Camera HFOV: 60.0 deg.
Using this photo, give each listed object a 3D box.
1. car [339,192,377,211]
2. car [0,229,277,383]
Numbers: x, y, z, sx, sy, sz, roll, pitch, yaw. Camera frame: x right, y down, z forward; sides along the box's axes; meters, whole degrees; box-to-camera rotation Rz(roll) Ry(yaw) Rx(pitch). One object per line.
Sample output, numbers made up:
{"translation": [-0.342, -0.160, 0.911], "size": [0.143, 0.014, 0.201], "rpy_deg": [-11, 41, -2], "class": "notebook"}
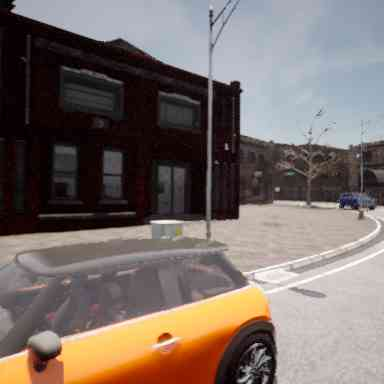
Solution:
{"translation": [18.886, 1.043, 38.205], "size": [2.150, 2.045, 5.566], "rpy_deg": [1, 1, 1], "class": "car"}
{"translation": [-1.248, 1.357, 3.305], "size": [4.553, 1.767, 2.097], "rpy_deg": [0, 0, -37], "class": "car"}
